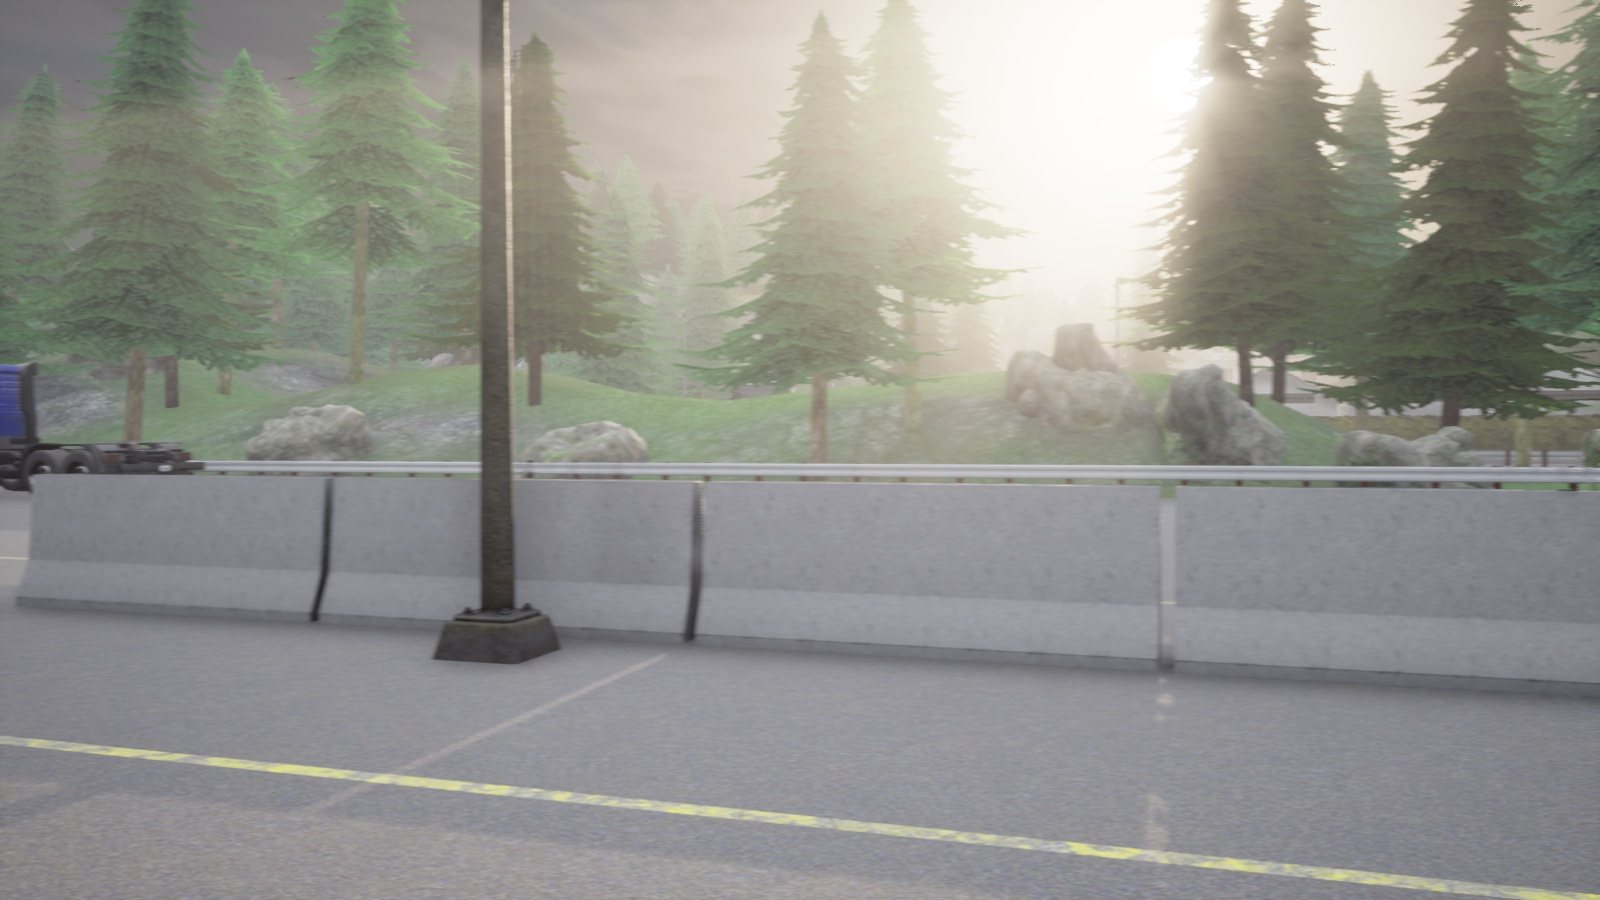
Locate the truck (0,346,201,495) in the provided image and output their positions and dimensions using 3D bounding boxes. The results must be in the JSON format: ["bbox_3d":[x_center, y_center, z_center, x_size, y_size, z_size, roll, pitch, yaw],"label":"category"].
[{"bbox_3d":[-19.495,-0.741,31.895,7.936,3.462,2.891,1,1,19],"label":"truck"}]

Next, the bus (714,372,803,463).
[{"bbox_3d":[-1.933,-1.600,63.810,3.944,4.253,10.273,0,1,1],"label":"bus"}]
